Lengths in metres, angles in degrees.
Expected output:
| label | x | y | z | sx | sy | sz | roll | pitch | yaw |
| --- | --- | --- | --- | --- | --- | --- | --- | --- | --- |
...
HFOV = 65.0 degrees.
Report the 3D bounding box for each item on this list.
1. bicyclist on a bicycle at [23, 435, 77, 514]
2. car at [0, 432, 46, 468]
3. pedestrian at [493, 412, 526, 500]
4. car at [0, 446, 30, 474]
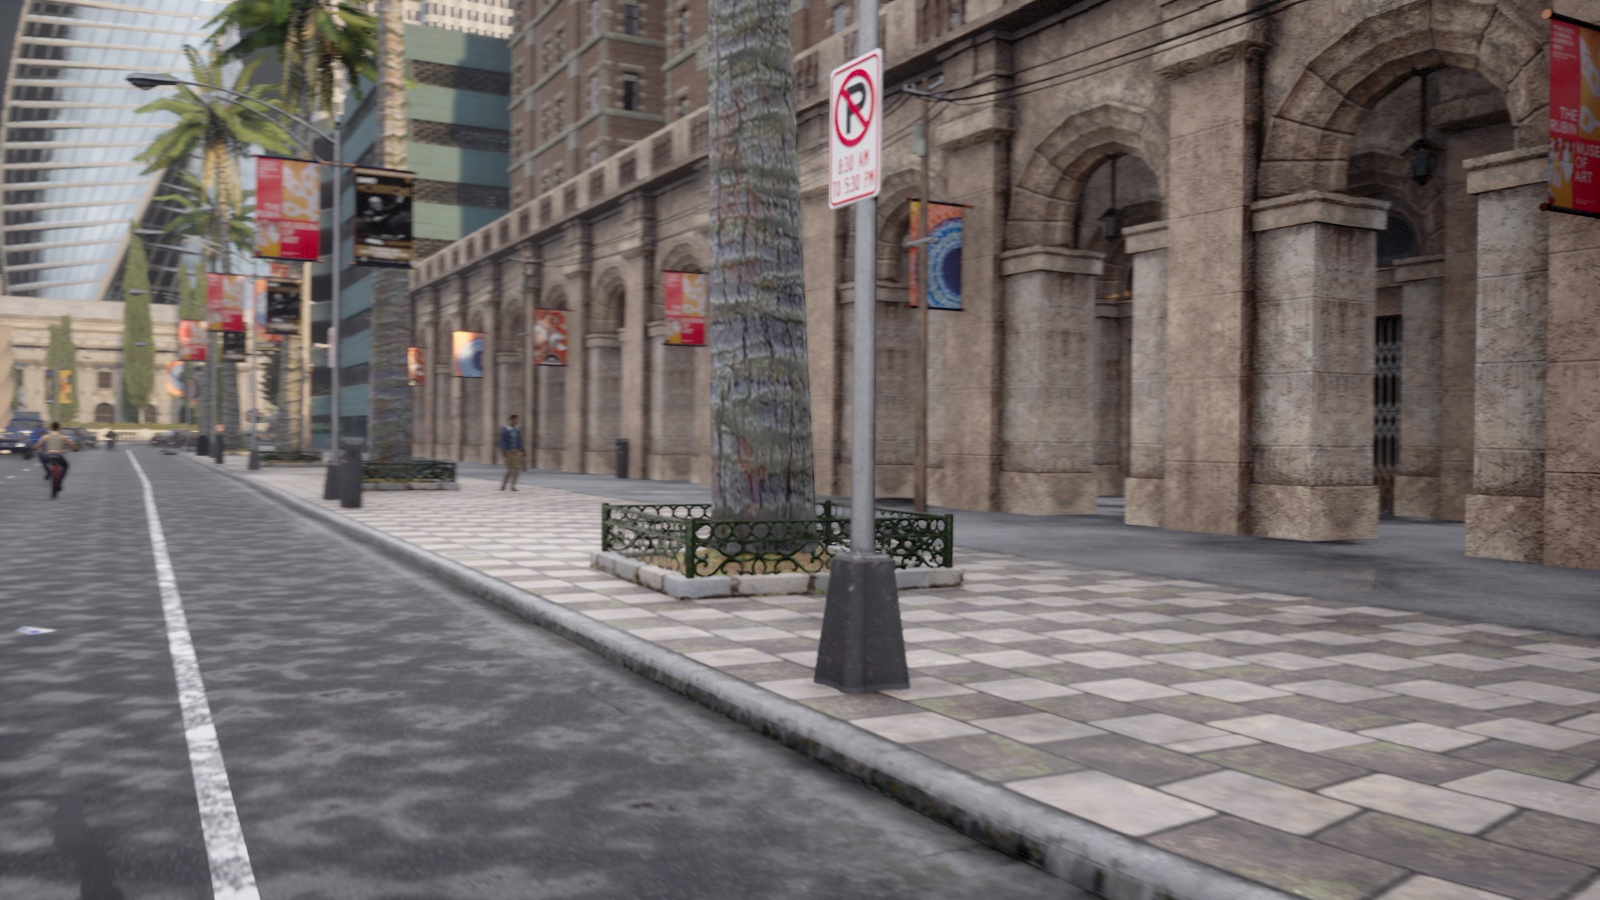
| label | x | y | z | sx | sy | sz | roll | pitch | yaw |
| --- | --- | --- | --- | --- | --- | --- | --- | --- | --- |
| bicyclist on a bicycle | -15.775 | 0.496 | 26.440 | 0.866 | 1.612 | 1.509 | -1 | 1 | -28 |
| car | -45.265 | -0.017 | 73.071 | 2.150 | 2.045 | 5.566 | -1 | 1 | -29 |
| pedestrian | -6.566 | 0.132 | 28.374 | 0.423 | 1.949 | 0.788 | -1 | 1 | -35 |
| car | -38.220 | 0.453 | 60.258 | 1.895 | 1.301 | 4.718 | -1 | 1 | -29 |
